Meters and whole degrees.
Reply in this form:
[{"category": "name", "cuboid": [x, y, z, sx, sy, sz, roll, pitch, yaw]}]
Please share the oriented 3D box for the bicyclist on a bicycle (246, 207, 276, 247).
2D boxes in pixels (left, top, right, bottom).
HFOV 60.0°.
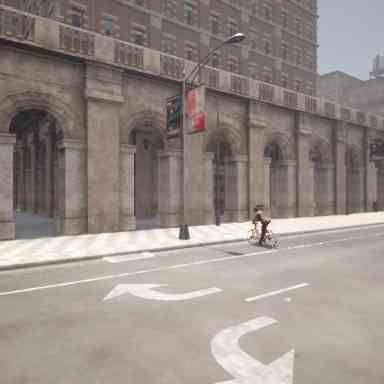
[{"category": "bicyclist on a bicycle", "cuboid": [2.834, 1.454, 13.802, 0.582, 1.620, 1.656, 0, -2, -36]}]
